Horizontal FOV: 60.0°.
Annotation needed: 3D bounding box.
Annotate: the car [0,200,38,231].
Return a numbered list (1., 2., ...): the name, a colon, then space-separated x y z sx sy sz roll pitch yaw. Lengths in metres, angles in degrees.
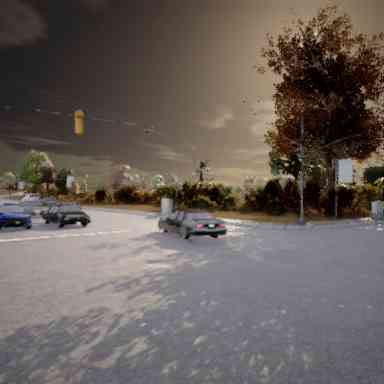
1. car: -11.614 1.498 21.044 1.882 1.535 5.008 1 0 -40

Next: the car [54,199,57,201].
1. car: -13.233 1.672 34.577 1.895 1.301 4.718 1 0 -39

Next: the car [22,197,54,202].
1. car: -14.829 1.535 30.651 2.128 1.511 4.902 1 0 -39

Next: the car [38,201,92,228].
1. car: -8.825 1.595 23.164 2.033 1.411 5.357 1 0 -39

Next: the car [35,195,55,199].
1. car: -22.077 1.582 51.206 2.128 1.511 4.902 1 0 -39

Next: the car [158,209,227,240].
1. car: -0.163 1.625 17.735 2.033 1.411 5.357 1 0 -25

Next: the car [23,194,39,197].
1. car: -28.632 1.307 59.295 2.150 2.045 5.566 1 0 -38
